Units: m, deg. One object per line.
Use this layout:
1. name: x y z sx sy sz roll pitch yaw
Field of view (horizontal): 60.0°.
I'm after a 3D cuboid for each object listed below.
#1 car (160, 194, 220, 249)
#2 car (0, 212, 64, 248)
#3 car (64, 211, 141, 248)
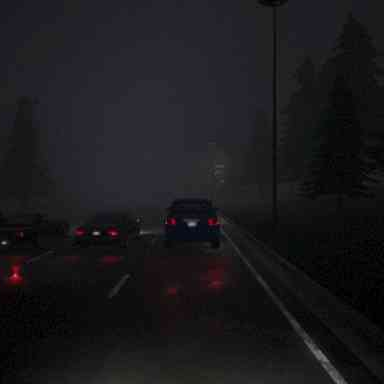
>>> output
1. car: 0.000 1.255 14.680 2.150 2.045 5.566 0 0 0
2. car: -7.000 1.613 14.680 1.895 1.301 4.718 0 0 0
3. car: -3.500 1.560 14.650 2.033 1.411 5.357 0 0 0
